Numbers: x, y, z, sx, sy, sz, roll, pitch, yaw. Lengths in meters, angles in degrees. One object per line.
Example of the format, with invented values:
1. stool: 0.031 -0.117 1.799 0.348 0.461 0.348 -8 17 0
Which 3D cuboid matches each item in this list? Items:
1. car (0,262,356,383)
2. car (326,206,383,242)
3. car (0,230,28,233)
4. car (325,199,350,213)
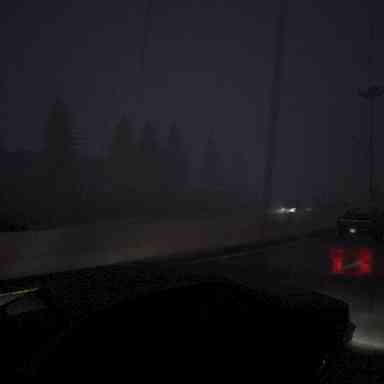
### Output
1. car: -0.354 1.553 3.649 5.357 1.411 2.033 0 0 -37
2. car: 8.788 1.483 16.383 2.128 1.511 4.902 0 0 45
3. car: -9.798 1.645 14.304 4.718 1.301 1.895 0 0 -36
4. car: 16.355 1.554 37.369 1.994 1.385 4.181 0 0 32
